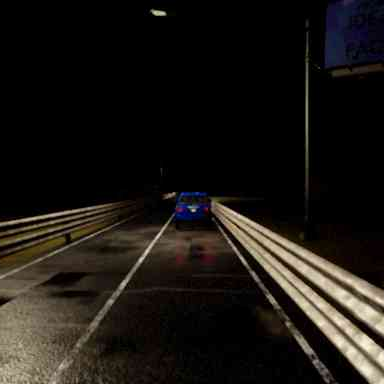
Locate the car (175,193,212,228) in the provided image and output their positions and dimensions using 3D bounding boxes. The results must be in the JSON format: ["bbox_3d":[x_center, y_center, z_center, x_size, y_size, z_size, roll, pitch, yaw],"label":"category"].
[{"bbox_3d":[0.096,1.064,20.898,2.150,2.045,5.566,0,1,0],"label":"car"}]

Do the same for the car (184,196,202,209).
[{"bbox_3d":[0.103,1.229,41.782,2.033,1.411,5.357,0,0,0],"label":"car"}]
